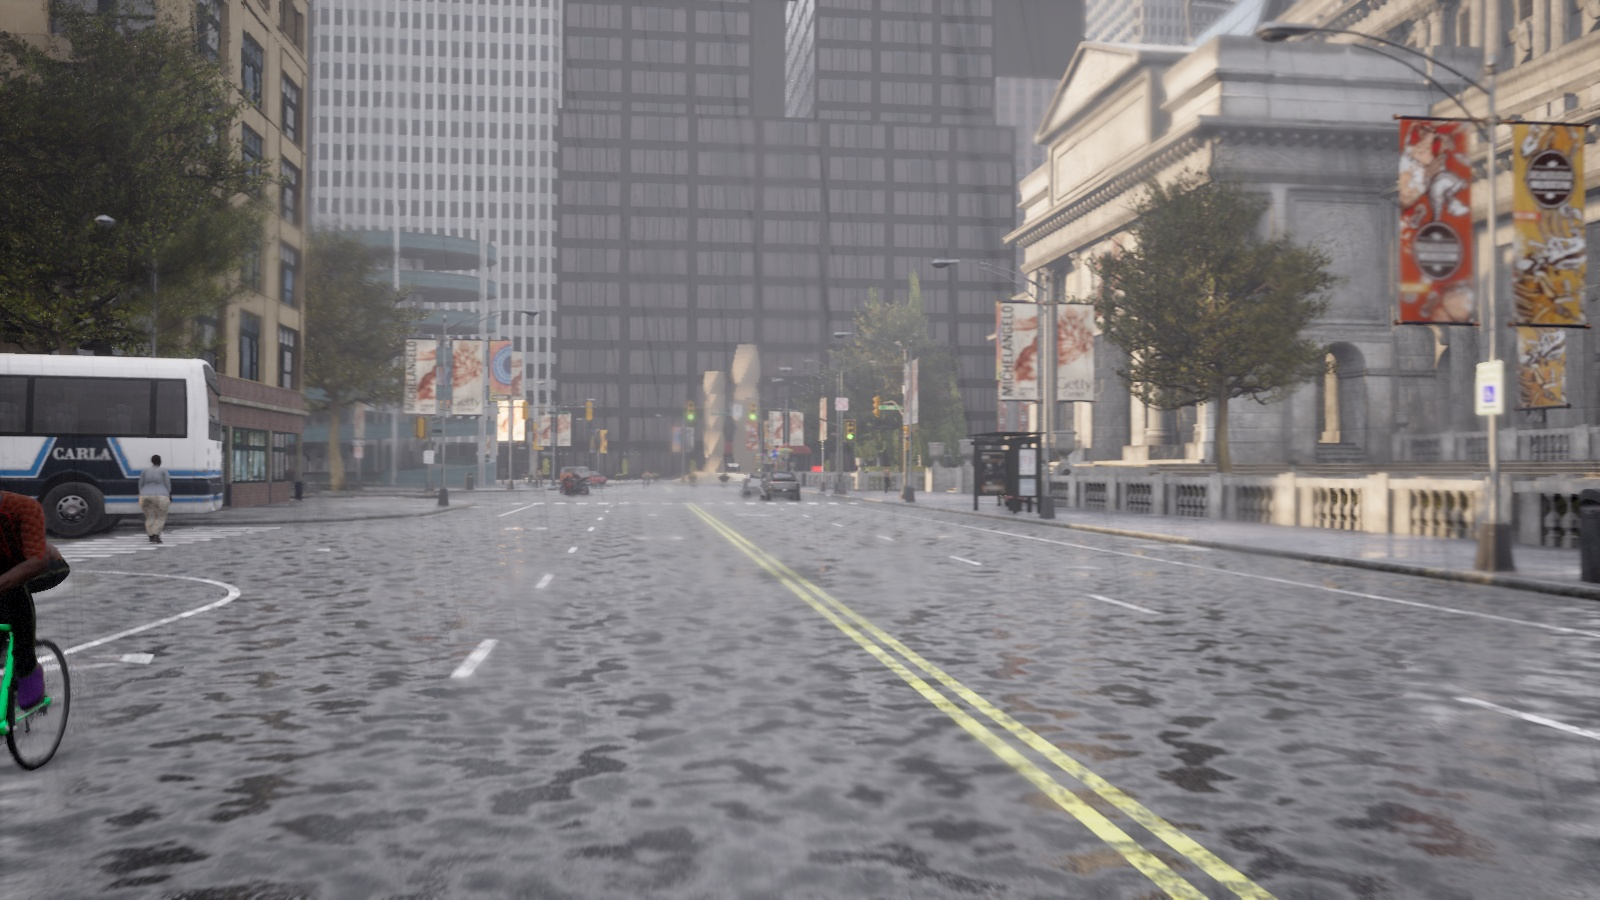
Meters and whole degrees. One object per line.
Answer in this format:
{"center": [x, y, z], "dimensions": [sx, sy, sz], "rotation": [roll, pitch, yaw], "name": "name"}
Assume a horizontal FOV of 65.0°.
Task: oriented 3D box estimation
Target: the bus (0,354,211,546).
{"center": [-19.635, 0.026, 29.314], "dimensions": [10.273, 4.253, 3.944], "rotation": [0, -1, -19], "name": "bus"}

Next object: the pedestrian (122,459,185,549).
{"center": [-13.589, 1.131, 26.428], "dimensions": [0.874, 1.855, 0.900], "rotation": [0, -1, -1], "name": "pedestrian"}

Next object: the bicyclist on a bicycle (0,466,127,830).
{"center": [-3.914, 0.889, 6.088], "dimensions": [0.582, 1.620, 1.656], "rotation": [0, -1, -7], "name": "bicyclist on a bicycle"}

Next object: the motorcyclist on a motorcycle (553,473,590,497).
{"center": [-14.709, 2.276, 80.878], "dimensions": [2.191, 1.530, 0.866], "rotation": [-1, 0, 23], "name": "motorcyclist on a motorcycle"}

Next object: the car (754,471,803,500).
{"center": [-1.218, 1.926, 68.611], "dimensions": [2.128, 1.511, 4.902], "rotation": [0, -1, -7], "name": "car"}

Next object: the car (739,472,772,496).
{"center": [-2.917, 2.217, 82.047], "dimensions": [1.845, 1.501, 3.633], "rotation": [0, -1, -7], "name": "car"}
